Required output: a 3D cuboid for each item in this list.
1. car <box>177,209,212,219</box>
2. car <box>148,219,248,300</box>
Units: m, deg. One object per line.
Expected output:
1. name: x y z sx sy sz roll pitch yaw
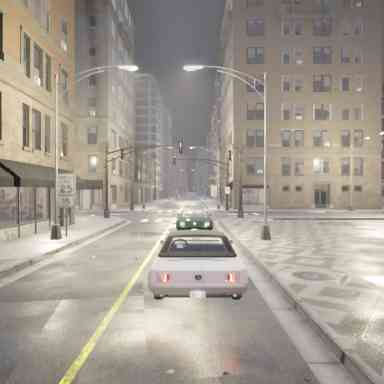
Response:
1. car: 0.133 1.599 18.589 1.895 1.301 4.718 0 0 0
2. car: 0.115 1.600 8.354 1.895 1.301 4.718 0 0 0
